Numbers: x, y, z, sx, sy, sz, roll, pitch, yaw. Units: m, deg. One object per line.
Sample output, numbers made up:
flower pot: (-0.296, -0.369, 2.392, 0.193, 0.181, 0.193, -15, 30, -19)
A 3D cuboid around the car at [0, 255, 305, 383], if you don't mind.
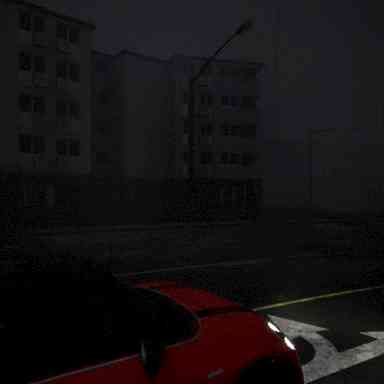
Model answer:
car: (-1.162, 1.352, 2.733, 4.553, 1.767, 2.097, 0, 0, -34)
